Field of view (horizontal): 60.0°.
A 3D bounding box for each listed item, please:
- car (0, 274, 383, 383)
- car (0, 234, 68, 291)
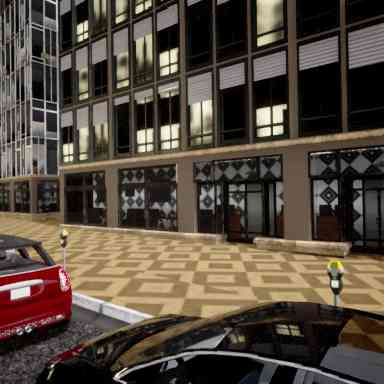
[{"bbox_3d":[0.627,1.566,2.465,4.313,1.339,1.947,0,-1,36],"label":"car"},{"bbox_3d":[-3.948,1.441,5.844,4.097,1.590,1.967,0,-1,37],"label":"car"}]
